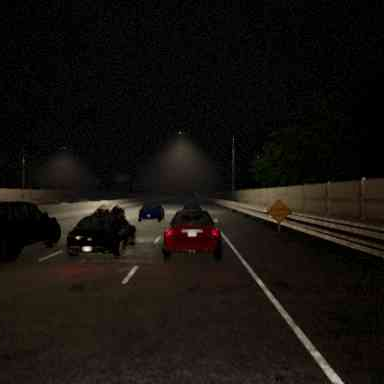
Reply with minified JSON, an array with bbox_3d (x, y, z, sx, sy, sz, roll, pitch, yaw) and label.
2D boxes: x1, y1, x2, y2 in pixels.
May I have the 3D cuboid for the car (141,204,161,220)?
[{"bbox_3d":[-3.469,1.764,29.267,1.882,1.535,5.008,0,0,1],"label":"car"}]

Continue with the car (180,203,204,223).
[{"bbox_3d":[0.030,1.764,29.266,1.882,1.535,5.008,0,0,0],"label":"car"}]

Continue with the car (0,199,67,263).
[{"bbox_3d":[-6.987,1.352,12.597,2.150,2.045,5.566,0,0,0],"label":"car"}]

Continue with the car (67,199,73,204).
[{"bbox_3d":[-24.496,2.131,65.312,1.812,1.442,4.674,0,0,0],"label":"car"}]

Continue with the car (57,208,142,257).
[{"bbox_3d":[-3.477,1.643,13.504,1.837,1.490,4.892,0,0,0],"label":"car"}]

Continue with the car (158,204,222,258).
[{"bbox_3d":[0.022,1.487,13.449,2.097,1.767,4.553,0,-1,0],"label":"car"}]

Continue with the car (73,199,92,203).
[{"bbox_3d":[-20.996,2.148,65.352,2.033,1.411,5.357,0,0,0],"label":"car"}]

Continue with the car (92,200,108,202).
[{"bbox_3d":[-17.498,2.206,65.478,1.895,1.301,4.718,0,0,0],"label":"car"}]

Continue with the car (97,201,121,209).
[{"bbox_3d":[-6.977,1.773,28.520,2.128,1.511,4.902,0,0,0],"label":"car"}]

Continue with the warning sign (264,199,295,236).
[{"bbox_3d":[4.540,1.289,17.307,1.300,1.860,1.060,-1,-1,0],"label":"warning sign"}]
